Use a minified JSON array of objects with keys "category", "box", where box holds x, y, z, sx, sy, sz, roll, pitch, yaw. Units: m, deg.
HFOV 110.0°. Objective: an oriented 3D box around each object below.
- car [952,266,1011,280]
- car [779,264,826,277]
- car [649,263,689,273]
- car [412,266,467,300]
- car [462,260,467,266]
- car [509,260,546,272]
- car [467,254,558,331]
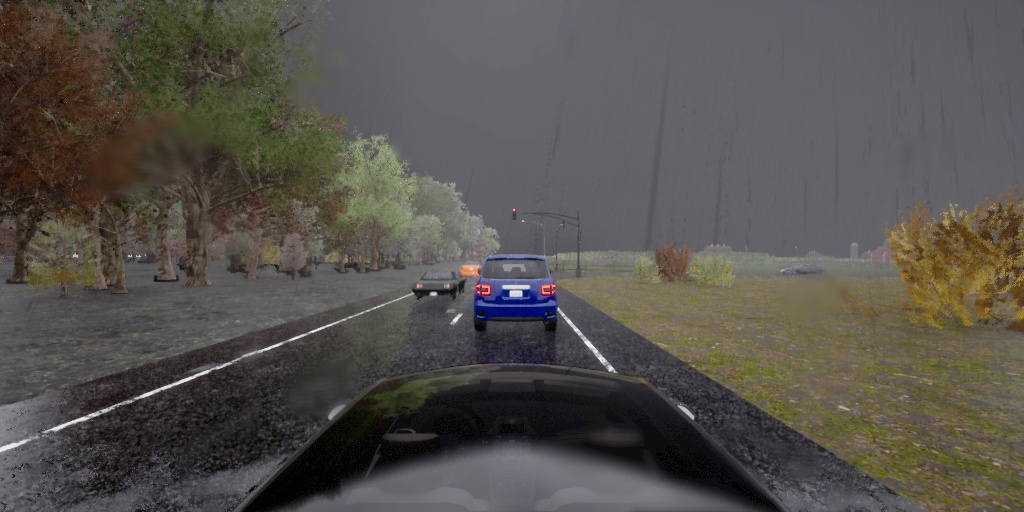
[{"category":"car","box":[50.971,1.851,39.316,5.357,1.411,2.033,1,-1,1]},{"category":"car","box":[34.783,1.679,42.992,4.902,1.511,2.128,1,-1,0]},{"category":"car","box":[18.589,1.502,43.046,4.902,1.511,2.128,1,-1,0]},{"category":"car","box":[-3.420,1.355,17.834,1.895,1.301,4.718,0,0,0]},{"category":"car","box":[-3.442,1.107,32.537,2.097,1.767,4.553,0,0,0]},{"category":"car","box":[2.035,1.316,48.896,2.033,1.411,5.357,0,1,-36]},{"category":"car","box":[0.088,0.974,11.080,2.150,2.045,5.566,0,0,0]}]
